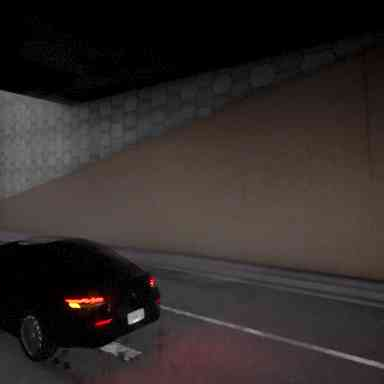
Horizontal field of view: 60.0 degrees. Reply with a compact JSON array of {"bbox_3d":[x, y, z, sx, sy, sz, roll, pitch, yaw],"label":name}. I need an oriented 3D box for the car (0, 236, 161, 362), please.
[{"bbox_3d":[-2.627,1.513,5.839,4.674,1.442,1.812,0,0,36],"label":"car"}]
